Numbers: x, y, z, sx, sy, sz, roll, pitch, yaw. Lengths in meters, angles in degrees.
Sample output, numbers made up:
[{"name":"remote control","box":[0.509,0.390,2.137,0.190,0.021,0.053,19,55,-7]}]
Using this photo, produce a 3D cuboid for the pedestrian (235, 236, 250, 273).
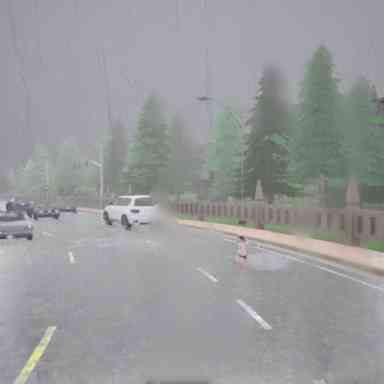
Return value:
[{"name":"pedestrian","box":[1.417,1.674,9.238,0.500,1.100,0.500,0,0,-16]}]

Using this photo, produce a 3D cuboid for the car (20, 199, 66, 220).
[{"name":"car","box":[-12.469,1.547,27.637,2.033,1.411,5.357,0,0,-36]}]

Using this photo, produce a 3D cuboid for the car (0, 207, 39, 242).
[{"name":"car","box":[-8.859,1.600,15.955,1.895,1.301,4.718,0,0,-33]}]

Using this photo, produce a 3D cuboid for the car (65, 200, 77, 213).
[{"name":"car","box":[-13.784,1.562,35.386,1.994,1.385,4.181,0,0,-36]}]

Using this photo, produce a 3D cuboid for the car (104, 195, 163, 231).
[{"name":"car","box":[-3.833,1.225,21.176,2.150,2.045,5.566,0,0,-33]}]

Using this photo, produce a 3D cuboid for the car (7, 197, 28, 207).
[{"name":"car","box":[-19.058,1.351,36.706,2.097,1.767,4.553,0,0,-35]}]
